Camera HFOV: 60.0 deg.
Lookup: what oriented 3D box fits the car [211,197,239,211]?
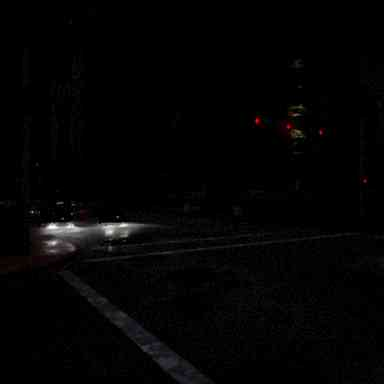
[{"bbox_3d":[4.261,1.703,47.369,1.905,1.878,3.866,1,-1,-34],"label":"car"}]

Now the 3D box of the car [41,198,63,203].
[{"bbox_3d":[-20.771,1.801,48.407,2.097,1.767,4.553,1,-1,-34],"label":"car"}]

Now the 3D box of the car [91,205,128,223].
[{"bbox_3d":[-7.008,1.821,28.031,1.994,1.385,4.181,1,-1,-34],"label":"car"}]

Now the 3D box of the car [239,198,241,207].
[{"bbox_3d":[6.704,1.732,49.006,1.905,1.878,3.866,1,-1,-34],"label":"car"}]

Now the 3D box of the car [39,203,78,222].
[{"bbox_3d":[-11.617,1.847,28.589,1.895,1.301,4.718,1,-1,-34],"label":"car"}]

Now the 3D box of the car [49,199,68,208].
[{"bbox_3d":[-23.726,2.059,59.069,2.128,1.511,4.902,1,-1,-34],"label":"car"}]

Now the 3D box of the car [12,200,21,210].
[{"bbox_3d":[-24.665,1.907,47.941,1.882,1.535,5.008,1,-1,-34],"label":"car"}]

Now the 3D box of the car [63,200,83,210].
[{"bbox_3d":[-17.944,2.014,50.639,1.812,1.442,4.674,1,-1,-34],"label":"car"}]
